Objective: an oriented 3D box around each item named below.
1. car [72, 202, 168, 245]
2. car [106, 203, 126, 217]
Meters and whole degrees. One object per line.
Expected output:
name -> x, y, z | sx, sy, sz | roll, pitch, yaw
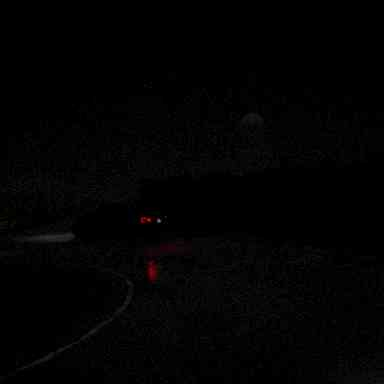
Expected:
car -> -3.932, 1.589, 17.935 | 5.566, 2.045, 2.150 | -2, -1, 30
car -> -9.933, 2.309, 43.945 | 2.128, 1.511, 4.902 | -1, -1, -7
